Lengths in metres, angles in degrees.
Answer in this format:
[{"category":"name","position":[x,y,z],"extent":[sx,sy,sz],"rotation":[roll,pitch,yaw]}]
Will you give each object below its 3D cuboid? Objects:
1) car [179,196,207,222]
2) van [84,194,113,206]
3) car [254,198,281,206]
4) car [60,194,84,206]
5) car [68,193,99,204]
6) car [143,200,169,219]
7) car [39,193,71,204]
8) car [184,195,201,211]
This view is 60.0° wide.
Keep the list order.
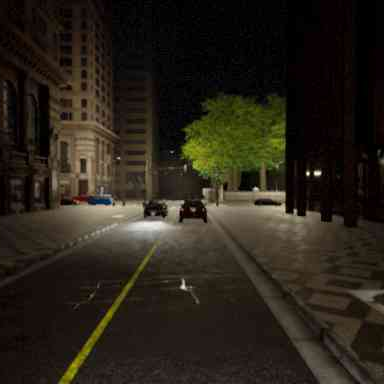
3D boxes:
[{"category":"car","position":[0.078,1.341,26.343],"extent":[2.097,1.767,4.553],"rotation":[0,0,0]},{"category":"van","position":[-14.623,1.375,53.226],"extent":[3.998,1.788,1.690],"rotation":[0,1,0]},{"category":"car","position":[12.034,1.651,53.117],"extent":[4.313,1.339,1.947],"rotation":[0,1,0]},{"category":"car","position":[-20.064,1.466,53.251],"extent":[4.097,1.590,1.967],"rotation":[0,1,0]},{"category":"car","position":[-20.036,1.211,61.773],"extent":[5.009,1.841,2.192],"rotation":[0,1,0]},{"category":"car","position":[-3.073,1.480,28.904],"extent":[2.128,1.511,4.902],"rotation":[0,0,1]},{"category":"car","position":[-25.477,1.204,61.796],"extent":[5.009,1.841,2.192],"rotation":[0,1,0]},{"category":"car","position":[0.065,1.342,41.394],"extent":[2.097,1.767,4.553],"rotation":[0,0,0]}]
